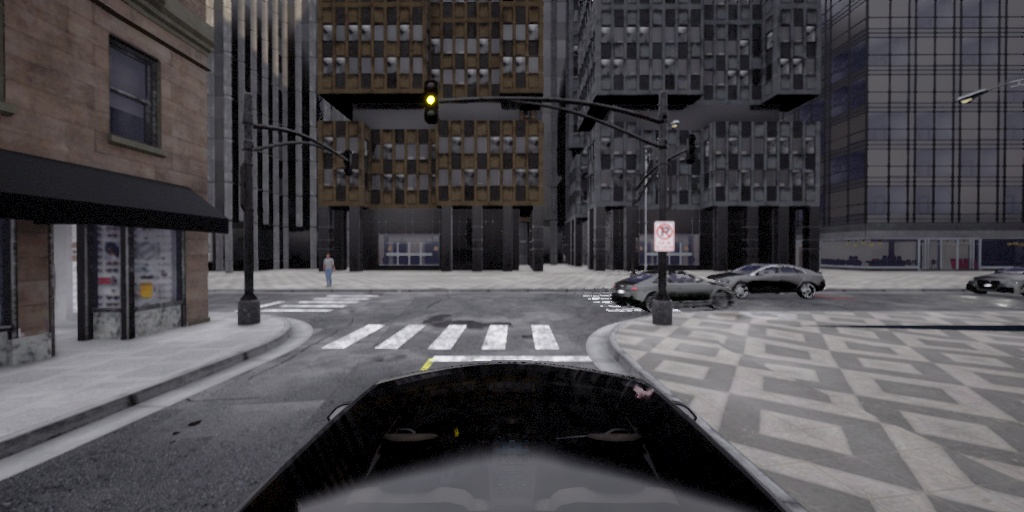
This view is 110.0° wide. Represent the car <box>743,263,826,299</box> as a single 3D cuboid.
[{"bbox_3d":[11.345,1.088,16.300,4.902,1.511,2.128,0,1,0],"label":"car"}]

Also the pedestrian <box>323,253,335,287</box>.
[{"bbox_3d":[-9.929,0.739,19.479,0.375,1.860,0.375,0,1,0],"label":"pedestrian"}]

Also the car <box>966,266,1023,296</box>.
[{"bbox_3d":[23.543,1.145,16.219,4.181,1.385,1.994,0,1,1],"label":"car"}]

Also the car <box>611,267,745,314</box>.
[{"bbox_3d":[5.761,1.199,12.937,4.181,1.385,1.994,0,0,-14],"label":"car"}]
